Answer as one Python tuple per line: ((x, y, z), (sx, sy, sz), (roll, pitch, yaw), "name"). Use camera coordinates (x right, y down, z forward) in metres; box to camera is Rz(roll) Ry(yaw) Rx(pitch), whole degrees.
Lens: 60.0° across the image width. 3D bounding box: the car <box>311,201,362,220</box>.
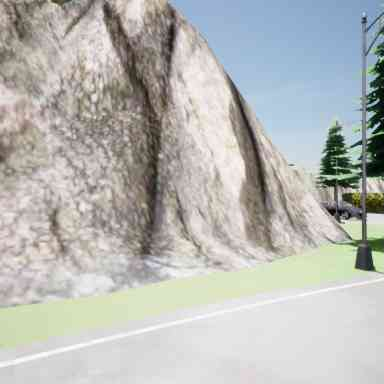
((12.393, 1.491, 28.315), (2.128, 1.511, 4.902), (0, 0, -26), "car")
